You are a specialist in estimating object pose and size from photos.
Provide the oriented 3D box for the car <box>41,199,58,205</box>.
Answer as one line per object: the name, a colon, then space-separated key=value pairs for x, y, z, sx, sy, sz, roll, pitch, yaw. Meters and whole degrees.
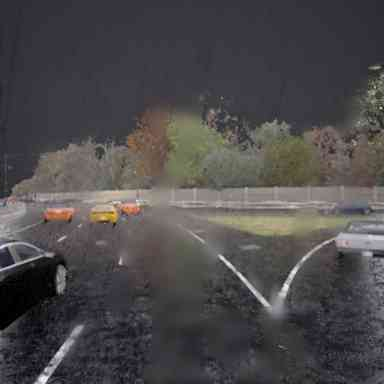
car: x=-34.703 y=2.382 z=81.115 sx=4.902 sy=1.511 sz=2.128 roll=-1 pitch=-1 yaw=44

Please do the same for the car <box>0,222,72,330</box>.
car: x=-3.733 y=1.559 z=5.854 sx=2.128 sy=1.511 sz=4.902 roll=0 pitch=-1 yaw=-3

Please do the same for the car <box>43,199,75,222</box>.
car: x=-11.249 y=1.650 z=28.519 sx=2.097 sy=1.767 sz=4.553 roll=0 pitch=-1 yaw=-16

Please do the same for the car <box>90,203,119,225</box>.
car: x=-6.992 y=1.740 z=26.447 sx=1.882 sy=1.535 sz=5.008 roll=0 pitch=-1 yaw=-13

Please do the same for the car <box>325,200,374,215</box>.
car: x=16.879 y=1.640 z=35.876 sx=4.553 sy=1.767 sz=2.097 roll=0 pitch=-1 yaw=8

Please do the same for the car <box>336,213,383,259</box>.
car: x=6.654 y=1.684 z=12.460 sx=1.895 sy=1.301 sz=4.718 roll=-1 pitch=-1 yaw=30

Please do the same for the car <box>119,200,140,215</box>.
car: x=-7.736 y=1.737 z=40.097 sx=2.097 sy=1.767 sz=4.553 roll=0 pitch=-1 yaw=-21
